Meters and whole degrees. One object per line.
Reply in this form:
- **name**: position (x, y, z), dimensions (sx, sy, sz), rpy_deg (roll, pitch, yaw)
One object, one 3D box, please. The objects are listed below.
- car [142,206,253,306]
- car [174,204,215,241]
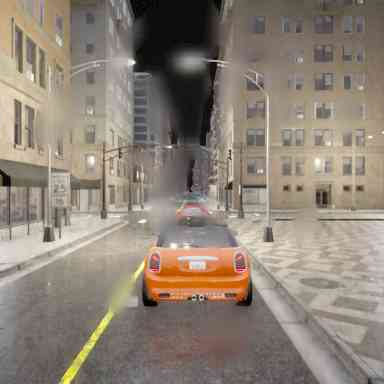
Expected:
- **car**: position (0.094, 1.352, 8.166), dimensions (2.097, 1.767, 4.553), rpy_deg (0, 0, 0)
- **car**: position (0.096, 1.476, 17.766), dimensions (1.882, 1.535, 5.008), rpy_deg (0, 0, 0)
